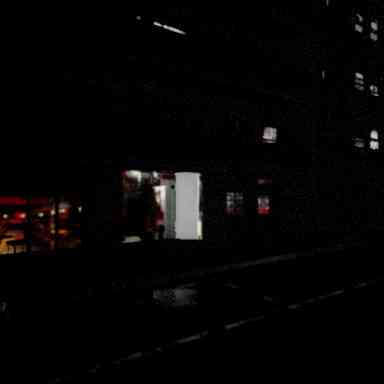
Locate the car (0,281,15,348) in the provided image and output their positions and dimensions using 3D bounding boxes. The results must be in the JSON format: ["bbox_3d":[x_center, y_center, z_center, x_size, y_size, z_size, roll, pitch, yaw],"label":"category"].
[{"bbox_3d":[-4.268,1.581,3.522,4.206,1.307,1.802,0,0,-35],"label":"car"}]
